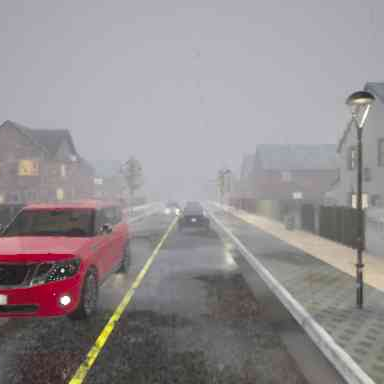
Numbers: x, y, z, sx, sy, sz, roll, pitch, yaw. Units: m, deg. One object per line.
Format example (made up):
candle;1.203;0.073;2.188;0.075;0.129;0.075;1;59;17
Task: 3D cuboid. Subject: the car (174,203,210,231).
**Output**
car;0.102;1.596;21.050;1.994;1.385;4.181;0;0;0

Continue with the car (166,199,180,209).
car;-2.817;1.747;49.163;1.895;1.301;4.718;0;0;0

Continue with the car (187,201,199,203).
car;0.101;1.622;34.960;2.033;1.411;5.357;0;0;0

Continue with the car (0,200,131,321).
car;-2.849;1.226;7.630;2.150;2.045;5.566;0;0;0
